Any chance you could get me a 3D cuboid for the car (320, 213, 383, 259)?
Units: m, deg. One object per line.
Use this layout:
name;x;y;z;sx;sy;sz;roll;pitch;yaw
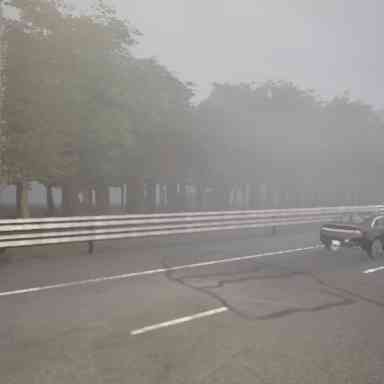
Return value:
car;7.020;1.574;13.056;4.902;1.511;2.128;0;0;-36
